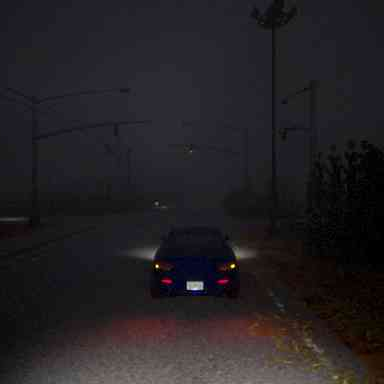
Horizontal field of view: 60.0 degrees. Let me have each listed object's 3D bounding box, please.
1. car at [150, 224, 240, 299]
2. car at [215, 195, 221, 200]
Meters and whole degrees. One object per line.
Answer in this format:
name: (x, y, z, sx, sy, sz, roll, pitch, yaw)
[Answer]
car: (0.075, 1.525, 8.300, 1.812, 1.442, 4.674, 0, 0, 1)
car: (6.612, 1.450, 80.782, 1.895, 1.301, 4.718, 0, -1, 6)
